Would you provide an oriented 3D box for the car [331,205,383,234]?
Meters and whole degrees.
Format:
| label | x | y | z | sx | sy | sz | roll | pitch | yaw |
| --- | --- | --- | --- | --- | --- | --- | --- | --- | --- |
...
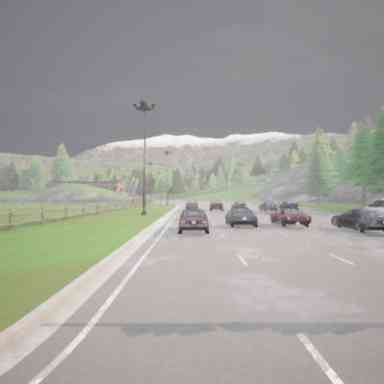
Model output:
| label | x | y | z | sx | sy | sz | roll | pitch | yaw |
| --- | --- | --- | --- | --- | --- | --- | --- | --- | --- |
| car | 10.597 | 1.745 | 20.764 | 2.033 | 1.411 | 5.357 | 0 | -1 | 0 |

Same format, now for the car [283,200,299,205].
| label | x | y | z | sx | sy | sz | roll | pitch | yaw |
| --- | --- | --- | --- | --- | --- | --- | --- | --- | --- |
| car | 14.015 | 1.933 | 48.203 | 1.882 | 1.535 | 5.008 | 0 | 0 | 0 |

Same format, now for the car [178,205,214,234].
| label | x | y | z | sx | sy | sz | roll | pitch | yaw |
| --- | --- | --- | --- | --- | --- | --- | --- | --- | --- |
| car | 0.097 | 1.744 | 20.783 | 2.033 | 1.411 | 5.357 | 0 | -1 | 0 |

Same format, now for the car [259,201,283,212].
| label | x | y | z | sx | sy | sz | roll | pitch | yaw |
| --- | --- | --- | --- | --- | --- | --- | --- | --- | --- |
| car | 10.499 | 1.981 | 45.897 | 2.033 | 1.411 | 5.357 | 0 | -1 | 0 |

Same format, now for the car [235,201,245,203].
| label | x | y | z | sx | sy | sz | roll | pitch | yaw |
| --- | --- | --- | --- | --- | --- | --- | --- | --- | --- |
| car | 7.020 | 1.986 | 48.797 | 1.812 | 1.442 | 4.674 | 0 | 0 | 0 |

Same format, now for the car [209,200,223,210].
| label | x | y | z | sx | sy | sz | roll | pitch | yaw |
| --- | --- | --- | --- | --- | --- | --- | --- | --- | --- |
| car | 3.521 | 1.935 | 48.546 | 1.882 | 1.535 | 5.008 | 0 | 0 | 0 |

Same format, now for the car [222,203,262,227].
| label | x | y | z | sx | sy | sz | roll | pitch | yaw |
| --- | --- | --- | --- | --- | --- | --- | --- | --- | --- |
| car | 3.596 | 1.798 | 24.738 | 1.994 | 1.385 | 4.181 | 0 | 0 | 0 |

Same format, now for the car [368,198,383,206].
| label | x | y | z | sx | sy | sz | roll | pitch | yaw |
| --- | --- | --- | --- | --- | --- | --- | --- | --- | --- |
| car | 14.097 | 1.447 | 23.572 | 2.150 | 2.045 | 5.566 | 0 | 0 | 0 |

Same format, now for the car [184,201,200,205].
| label | x | y | z | sx | sy | sz | roll | pitch | yaw |
| --- | --- | --- | --- | --- | --- | --- | --- | --- | --- |
| car | 0.001 | 1.930 | 46.429 | 2.128 | 1.511 | 4.902 | 0 | 0 | 0 |

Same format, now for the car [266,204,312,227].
| label | x | y | z | sx | sy | sz | roll | pitch | yaw |
| --- | --- | --- | --- | --- | --- | --- | --- | --- | --- |
| car | 7.098 | 1.833 | 24.499 | 1.895 | 1.301 | 4.718 | 0 | -1 | 0 |
